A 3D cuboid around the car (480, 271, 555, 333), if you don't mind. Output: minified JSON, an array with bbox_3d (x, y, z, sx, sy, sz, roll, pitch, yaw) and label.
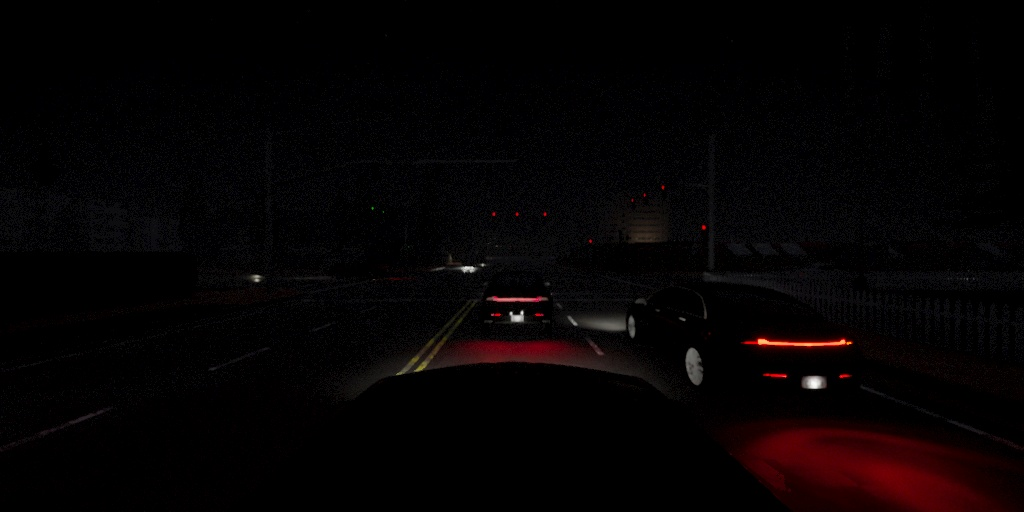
[{"bbox_3d":[0.140,1.190,10.551,2.128,1.511,4.902,0,0,0],"label":"car"}]

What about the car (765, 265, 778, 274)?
[{"bbox_3d":[26.817,1.159,33.864,4.718,1.301,1.895,0,0,-1],"label":"car"}]

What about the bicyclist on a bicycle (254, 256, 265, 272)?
[{"bbox_3d":[-26.139,0.849,37.084,0.582,1.620,1.656,0,1,-3],"label":"bicyclist on a bicycle"}]

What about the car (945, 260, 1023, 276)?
[{"bbox_3d":[40.584,1.123,30.597,5.357,1.411,2.033,0,0,-1],"label":"car"}]

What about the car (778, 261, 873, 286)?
[{"bbox_3d":[20.348,1.148,23.108,4.674,1.442,1.812,0,0,0],"label":"car"}]

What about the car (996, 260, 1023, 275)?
[{"bbox_3d":[49.678,1.078,34.194,4.674,1.442,1.812,0,0,-1],"label":"car"}]

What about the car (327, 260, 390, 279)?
[{"bbox_3d":[-12.736,1.066,29.807,5.008,1.535,1.882,0,0,4],"label":"car"}]

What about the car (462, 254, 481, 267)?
[{"bbox_3d":[-6.685,0.923,56.715,2.128,1.511,4.902,0,0,1],"label":"car"}]

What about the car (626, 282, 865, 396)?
[{"bbox_3d":[3.593,1.226,6.643,1.837,1.490,4.892,0,0,1],"label":"car"}]
